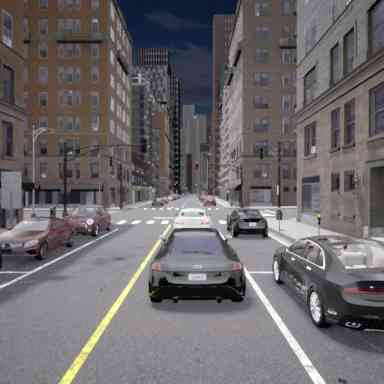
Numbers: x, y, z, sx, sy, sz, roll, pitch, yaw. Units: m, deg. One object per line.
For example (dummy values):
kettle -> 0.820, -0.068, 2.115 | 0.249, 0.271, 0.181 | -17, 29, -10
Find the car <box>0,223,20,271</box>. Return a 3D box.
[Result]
car -> -5.663, 1.566, 6.792 | 1.947, 1.339, 4.313 | 0, 0, 0

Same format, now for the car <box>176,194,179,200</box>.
car -> -5.474, 1.455, 92.758 | 2.192, 1.841, 5.009 | 0, 0, 0

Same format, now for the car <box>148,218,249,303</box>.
car -> 0.091, 1.564, 8.250 | 1.994, 1.385, 4.181 | 0, 0, 0

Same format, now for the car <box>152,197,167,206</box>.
car -> -5.580, 1.617, 54.898 | 1.802, 1.307, 4.206 | 0, 0, 0

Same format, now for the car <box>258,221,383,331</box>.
car -> 2.862, 1.550, 6.783 | 2.008, 1.369, 4.403 | 0, 0, 0

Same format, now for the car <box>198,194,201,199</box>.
car -> 3.006, 1.523, 76.512 | 1.967, 1.590, 4.097 | 0, 0, 0

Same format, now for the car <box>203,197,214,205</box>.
car -> 2.961, 1.570, 60.455 | 1.752, 1.417, 4.829 | 0, 0, 0

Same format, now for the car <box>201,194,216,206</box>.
car -> 2.945, 1.475, 54.876 | 1.967, 1.590, 4.097 | 0, 0, 0

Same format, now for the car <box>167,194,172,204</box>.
car -> -5.549, 1.605, 65.715 | 2.008, 1.369, 4.403 | 0, 0, 0

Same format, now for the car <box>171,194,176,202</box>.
car -> -5.504, 1.624, 81.770 | 1.752, 1.417, 4.829 | 0, 0, 0

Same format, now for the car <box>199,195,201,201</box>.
car -> 2.976, 1.605, 65.694 | 2.008, 1.369, 4.403 | 0, 0, 0

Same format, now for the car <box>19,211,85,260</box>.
car -> -5.658, 1.582, 12.293 | 1.802, 1.307, 4.206 | 0, 0, 0

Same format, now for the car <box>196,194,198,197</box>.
car -> 3.051, 1.455, 92.739 | 2.192, 1.841, 5.009 | 0, 0, 0

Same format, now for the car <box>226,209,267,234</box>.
car -> 2.873, 1.566, 17.786 | 1.947, 1.339, 4.313 | 0, 0, 0

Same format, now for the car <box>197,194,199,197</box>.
car -> 3.036, 1.559, 87.330 | 1.967, 1.590, 4.097 | 0, 0, 0

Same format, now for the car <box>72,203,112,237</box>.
car -> -5.652, 1.440, 17.795 | 1.967, 1.590, 4.097 | 0, 0, 0

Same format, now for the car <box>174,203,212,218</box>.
car -> 0.052, 1.526, 17.008 | 1.812, 1.442, 4.674 | 0, 0, 1
